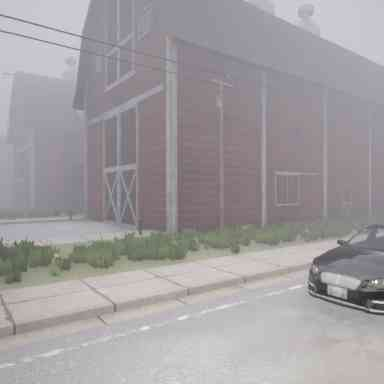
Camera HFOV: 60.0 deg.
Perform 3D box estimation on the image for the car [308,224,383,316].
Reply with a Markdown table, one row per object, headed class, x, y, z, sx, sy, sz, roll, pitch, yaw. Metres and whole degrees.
| class | x | y | z | sx | sy | sz | roll | pitch | yaw |
| --- | --- | --- | --- | --- | --- | --- | --- | --- | --- |
| car | 4.521 | 1.464 | 7.216 | 4.902 | 1.511 | 2.128 | 0 | 0 | -36 |
